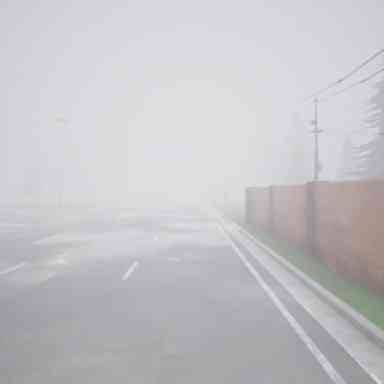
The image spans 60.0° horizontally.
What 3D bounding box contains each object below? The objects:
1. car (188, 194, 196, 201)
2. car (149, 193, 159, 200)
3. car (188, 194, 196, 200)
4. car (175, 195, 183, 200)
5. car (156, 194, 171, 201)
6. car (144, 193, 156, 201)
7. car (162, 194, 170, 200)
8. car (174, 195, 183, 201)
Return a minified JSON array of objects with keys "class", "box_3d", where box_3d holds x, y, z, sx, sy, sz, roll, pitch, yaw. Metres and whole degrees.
[{"class":"car","box_3d":[-0.052,1.552,83.342,1.994,1.385,4.181,0,0,0]},{"class":"car","box_3d":[-10.558,1.182,92.297,2.097,1.767,4.553,0,0,0]},{"class":"car","box_3d":[-0.058,1.367,92.326,2.033,1.411,5.357,0,0,0]},{"class":"car","box_3d":[-3.558,1.423,92.370,1.895,1.301,4.718,0,0,0]},{"class":"car","box_3d":[-7.052,1.355,83.341,2.097,1.767,4.553,0,0,0]},{"class":"car","box_3d":[-10.552,1.214,83.056,2.150,2.045,5.566,0,0,0]},{"class":"car","box_3d":[-7.058,1.327,92.326,1.837,1.490,4.892,0,0,0]},{"class":"car","box_3d":[-3.552,1.490,83.092,1.837,1.490,4.892,0,0,0]}]
